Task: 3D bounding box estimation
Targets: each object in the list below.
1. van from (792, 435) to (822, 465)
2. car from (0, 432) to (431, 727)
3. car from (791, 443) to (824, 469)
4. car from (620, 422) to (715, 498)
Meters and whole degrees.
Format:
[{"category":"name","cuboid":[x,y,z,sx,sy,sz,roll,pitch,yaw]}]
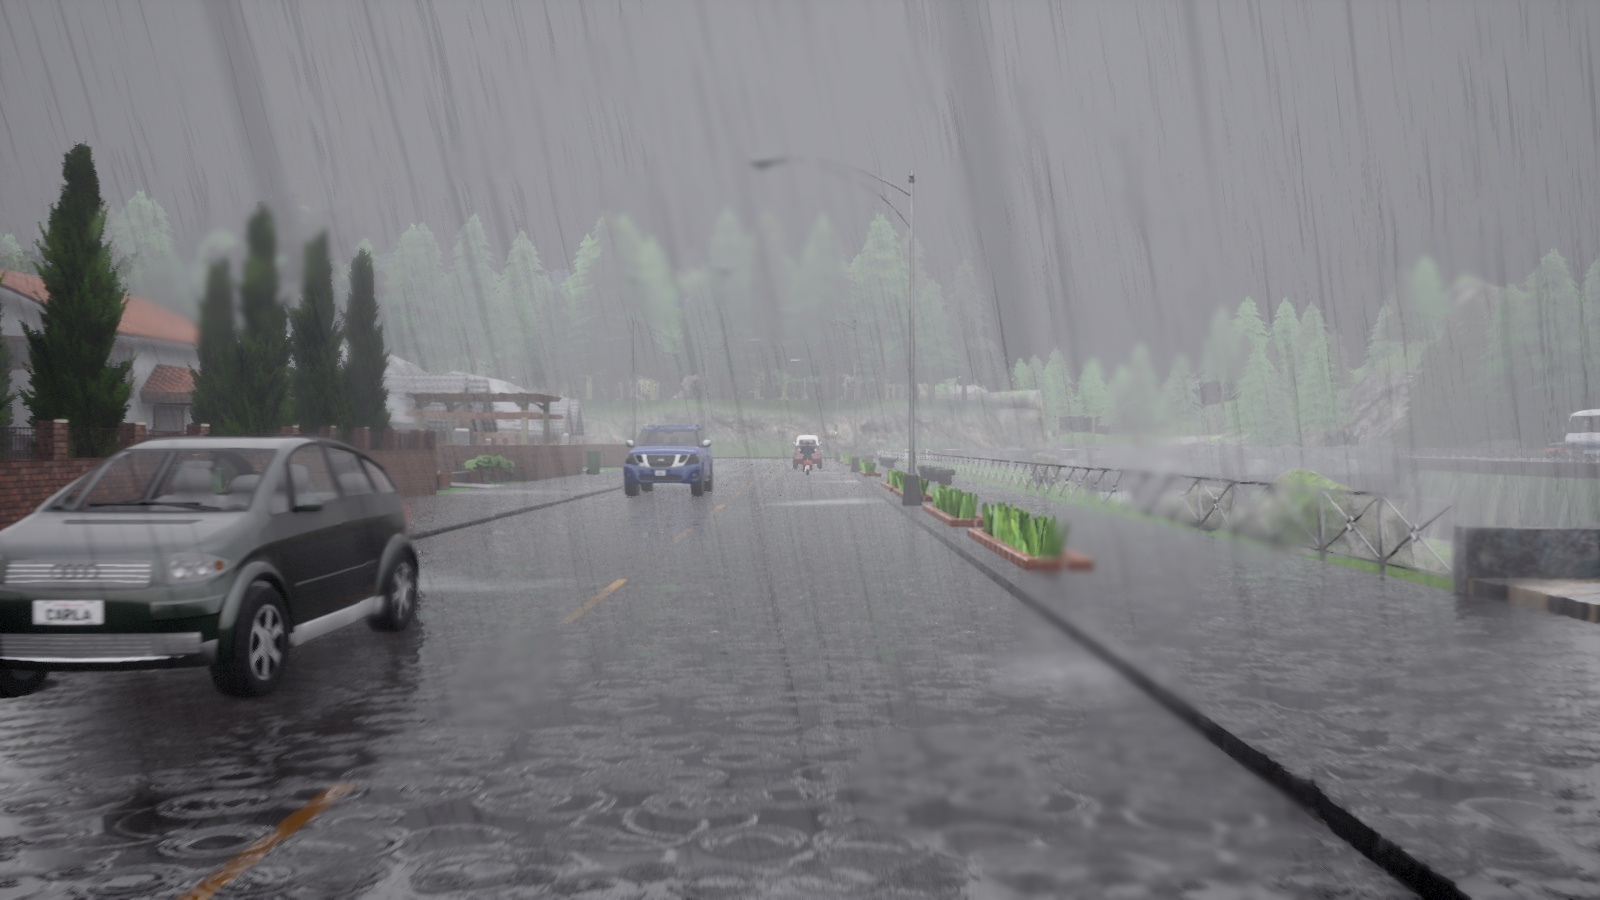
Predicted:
[{"category":"van","cuboid":[0.527,-0.030,88.845,2.069,2.038,4.480,0,0,0]},{"category":"car","cuboid":[-3.936,0.674,8.469,1.789,1.549,3.705,0,0,0]},{"category":"car","cuboid":[0.437,0.348,73.291,1.845,1.501,3.633,0,0,0]},{"category":"car","cuboid":[-3.774,0.256,36.687,2.150,2.045,5.566,0,0,0]}]
